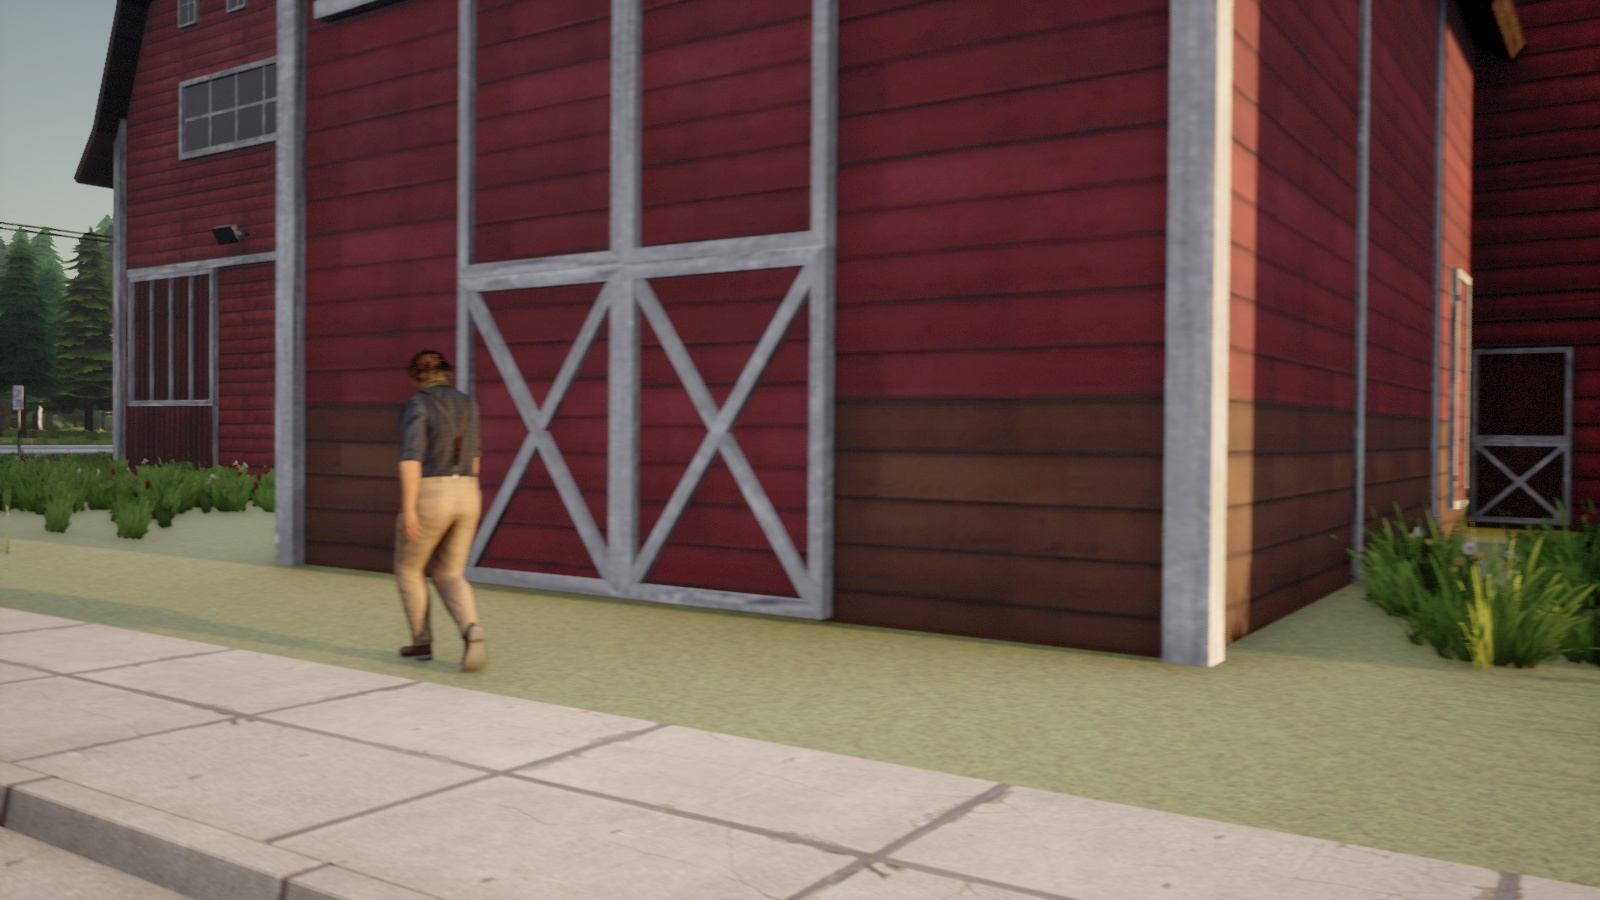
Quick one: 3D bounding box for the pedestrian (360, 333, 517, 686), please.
[{"bbox_3d":[-2.021,0.307,7.012,0.694,1.848,0.540,0,1,43],"label":"pedestrian"}]
